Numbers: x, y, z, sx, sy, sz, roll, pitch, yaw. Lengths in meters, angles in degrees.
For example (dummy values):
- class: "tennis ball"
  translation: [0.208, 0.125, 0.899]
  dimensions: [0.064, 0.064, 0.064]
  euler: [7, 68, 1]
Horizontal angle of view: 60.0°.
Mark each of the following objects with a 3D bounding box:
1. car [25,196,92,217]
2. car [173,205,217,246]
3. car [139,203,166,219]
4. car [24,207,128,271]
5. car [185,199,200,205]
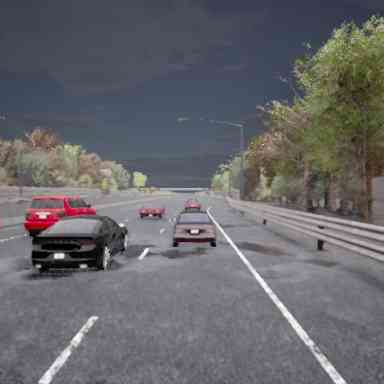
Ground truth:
- class: "car"
  translation: [-6.904, 1.237, 18.084]
  dimensions: [2.150, 2.045, 5.566]
  euler: [0, 0, 0]
- class: "car"
  translation: [0.102, 1.560, 15.241]
  dimensions: [2.033, 1.411, 5.357]
  euler: [0, 0, 0]
- class: "car"
  translation: [-3.397, 1.632, 29.544]
  dimensions: [1.895, 1.301, 4.718]
  euler: [0, 0, 0]
- class: "car"
  translation: [-3.398, 1.486, 10.987]
  dimensions: [1.882, 1.535, 5.008]
  euler: [0, 0, 0]
- class: "car"
  translation: [0.099, 1.619, 42.613]
  dimensions: [1.994, 1.385, 4.181]
  euler: [0, 0, 0]
